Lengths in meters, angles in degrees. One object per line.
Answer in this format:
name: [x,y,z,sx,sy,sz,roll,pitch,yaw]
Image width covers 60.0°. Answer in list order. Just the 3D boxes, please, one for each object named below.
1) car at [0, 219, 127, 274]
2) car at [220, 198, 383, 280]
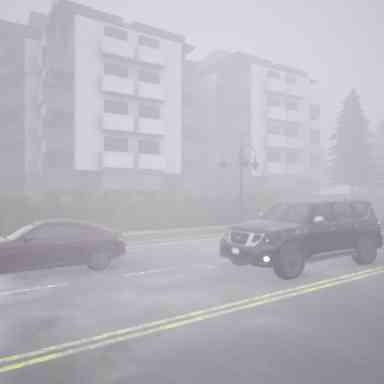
car: [-4.200,1.526,9.499,4.674,1.442,1.812,0,0,-33]
car: [3.525,1.223,10.262,5.566,2.045,2.150,0,0,-31]
